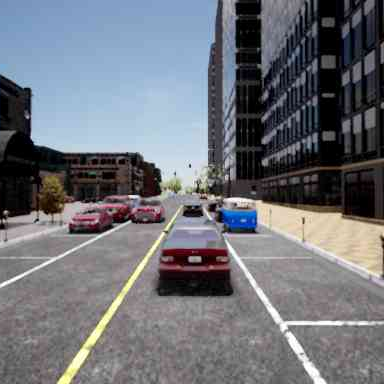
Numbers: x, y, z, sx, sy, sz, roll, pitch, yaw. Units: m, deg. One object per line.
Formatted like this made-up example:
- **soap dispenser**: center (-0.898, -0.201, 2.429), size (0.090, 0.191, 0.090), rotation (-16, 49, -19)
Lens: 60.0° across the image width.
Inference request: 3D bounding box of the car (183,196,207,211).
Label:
- **car**: center (0.095, 1.423, 31.483), size (2.033, 1.411, 5.357), rotation (0, 0, 0)

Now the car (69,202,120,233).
- **car**: center (-5.680, 1.505, 19.210), size (1.802, 1.307, 4.206), rotation (1, 0, 0)

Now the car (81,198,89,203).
- **car**: center (-19.421, 1.548, 64.807), size (4.313, 1.339, 1.947), rotation (-1, 0, 1)

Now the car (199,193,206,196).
- **car**: center (2.699, 1.131, 79.678), size (1.967, 1.590, 4.097), rotation (1, 0, 0)

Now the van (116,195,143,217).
- **van**: center (-5.677, 1.221, 30.497), size (1.690, 1.788, 3.998), rotation (1, 0, 0)

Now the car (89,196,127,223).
- **car**: center (-5.676, 1.217, 24.853), size (2.192, 1.841, 5.009), rotation (1, 0, 0)

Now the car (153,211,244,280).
- **car**: center (0.081, 1.508, 9.799), size (2.033, 1.411, 5.357), rotation (0, 0, 0)

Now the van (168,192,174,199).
- **van**: center (-5.680, 0.990, 90.761), size (1.690, 1.788, 3.998), rotation (1, 0, 0)

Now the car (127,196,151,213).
- **car**: center (-5.679, 1.298, 36.141), size (1.967, 1.590, 4.097), rotation (1, 0, 0)

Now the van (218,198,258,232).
- **van**: center (2.671, 1.265, 19.154), size (1.690, 1.788, 3.998), rotation (1, 0, 0)

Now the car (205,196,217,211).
- **car**: center (2.666, 1.424, 36.088), size (1.947, 1.339, 4.313), rotation (1, 0, 0)

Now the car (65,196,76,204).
- **car**: center (-24.970, 1.475, 64.879), size (4.097, 1.590, 1.967), rotation (-1, 0, 1)

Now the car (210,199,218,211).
- **car**: center (2.667, 1.468, 24.799), size (1.947, 1.339, 4.313), rotation (1, 0, 0)

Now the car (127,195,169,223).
- **car**: center (-3.099, 1.255, 24.307), size (2.097, 1.767, 4.553), rotation (0, 0, 0)
